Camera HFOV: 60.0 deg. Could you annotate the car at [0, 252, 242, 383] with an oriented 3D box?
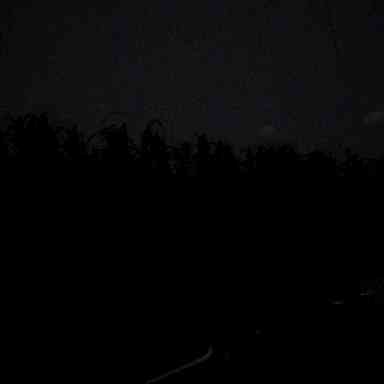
[{"bbox_3d":[-1.832,1.351,1.768,4.553,1.767,2.097,0,0,-35],"label":"car"}]
